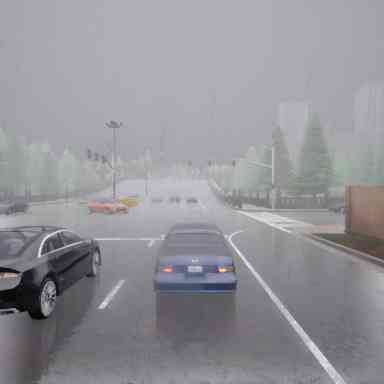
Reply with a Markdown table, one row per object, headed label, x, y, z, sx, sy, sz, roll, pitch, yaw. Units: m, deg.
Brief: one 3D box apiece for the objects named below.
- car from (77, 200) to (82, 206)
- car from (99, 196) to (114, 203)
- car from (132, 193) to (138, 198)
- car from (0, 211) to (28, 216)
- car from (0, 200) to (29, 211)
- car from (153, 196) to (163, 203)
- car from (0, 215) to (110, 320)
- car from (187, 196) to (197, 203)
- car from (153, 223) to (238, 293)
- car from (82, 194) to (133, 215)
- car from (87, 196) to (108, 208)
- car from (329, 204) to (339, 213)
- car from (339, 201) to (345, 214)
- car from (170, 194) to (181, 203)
| label | x | y | z | sx | sy | sz | roll | pitch | yaw |
| --- | --- | --- | --- | --- | --- | --- | --- | --- | --- |
| car | -17.635 | 1.600 | 55.837 | 1.895 | 1.301 | 4.718 | 0 | 0 | 0 |
| car | -17.604 | 1.501 | 68.761 | 1.994 | 1.385 | 4.181 | 0 | 1 | 0 |
| car | -14.178 | 0.889 | 80.445 | 1.882 | 1.535 | 5.008 | 0 | 3 | 0 |
| car | -6.928 | 1.526 | 9.874 | 1.812 | 1.442 | 4.674 | 0 | 0 | 0 |
| car | -17.626 | 1.491 | 32.177 | 2.128 | 1.511 | 4.902 | 0 | 0 | 0 |
| car | -7.008 | 1.540 | 69.251 | 1.895 | 1.301 | 4.718 | 0 | 1 | 0 |
| car | -3.437 | 1.492 | 7.308 | 2.128 | 1.511 | 4.902 | 0 | 0 | 0 |
| car | -0.008 | 1.541 | 69.256 | 1.895 | 1.301 | 4.718 | 0 | 1 | 0 |
| car | 0.071 | 1.547 | 8.982 | 2.033 | 1.411 | 5.357 | 0 | 0 | 0 |
| car | -8.277 | 1.352 | 32.501 | 4.553 | 1.767 | 2.097 | 0 | 0 | 40 |
| car | -14.136 | 1.477 | 50.046 | 1.882 | 1.535 | 5.008 | 0 | 0 | 0 |
| car | 16.845 | 1.505 | 34.721 | 4.892 | 1.490 | 1.837 | 0 | 0 | 0 |
| car | 16.551 | 1.564 | 31.220 | 4.181 | 1.385 | 1.994 | 0 | 0 | 0 |
| car | -3.536 | 1.259 | 70.458 | 2.097 | 1.767 | 4.553 | 0 | 2 | 0 |
